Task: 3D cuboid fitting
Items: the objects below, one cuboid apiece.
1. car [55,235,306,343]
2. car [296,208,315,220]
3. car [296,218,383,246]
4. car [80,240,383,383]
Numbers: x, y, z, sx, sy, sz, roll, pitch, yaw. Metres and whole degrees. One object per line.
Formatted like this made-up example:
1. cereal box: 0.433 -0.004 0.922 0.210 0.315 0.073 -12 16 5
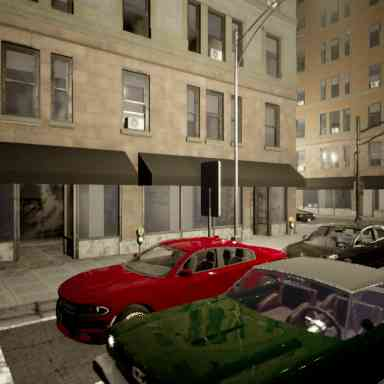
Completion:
1. car: -0.112 1.545 6.145 4.507 1.381 1.887 0 0 -36
2. car: 6.924 1.614 25.952 2.033 1.411 5.357 0 0 -33
3. car: 4.325 1.566 9.414 4.313 1.339 1.947 0 0 -36
4. car: 1.334 1.601 4.059 4.718 1.301 1.895 0 0 -36
